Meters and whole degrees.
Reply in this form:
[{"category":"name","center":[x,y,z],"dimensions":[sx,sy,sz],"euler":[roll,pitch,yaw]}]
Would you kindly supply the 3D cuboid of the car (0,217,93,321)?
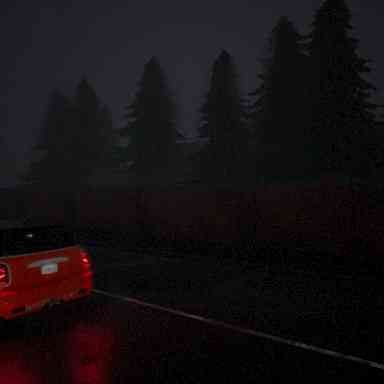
[{"category":"car","center":[-4.188,1.351,6.978],"dimensions":[4.553,1.767,2.097],"euler":[0,0,36]}]
